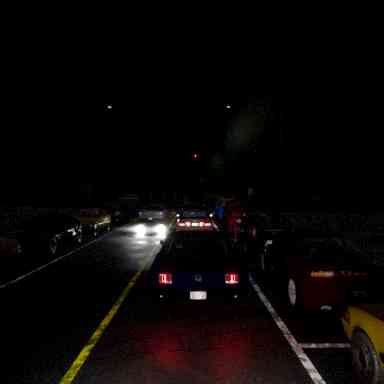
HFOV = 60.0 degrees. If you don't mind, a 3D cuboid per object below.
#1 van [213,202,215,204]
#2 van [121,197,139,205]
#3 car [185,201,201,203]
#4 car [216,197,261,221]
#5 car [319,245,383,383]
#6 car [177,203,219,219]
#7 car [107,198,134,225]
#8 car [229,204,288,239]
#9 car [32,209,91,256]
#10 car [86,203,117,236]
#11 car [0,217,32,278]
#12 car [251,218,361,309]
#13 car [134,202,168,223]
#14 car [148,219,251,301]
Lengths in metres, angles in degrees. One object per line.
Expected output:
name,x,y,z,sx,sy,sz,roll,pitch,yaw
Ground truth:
van,2.820,1.346,29.454,1.690,1.788,3.998,0,0,0
van,-5.706,1.346,29.472,1.690,1.788,3.998,0,0,0
car,0.053,1.482,27.712,1.882,1.535,5.008,0,0,0
car,2.797,1.317,18.579,2.192,1.841,5.009,0,0,0
car,2.765,1.525,2.436,1.752,1.417,4.829,0,0,0
car,0.133,1.549,17.885,2.033,1.411,5.357,0,0,0
car,-5.717,1.443,24.034,1.967,1.590,4.097,0,0,0
car,2.786,1.441,13.141,1.967,1.590,4.097,0,0,0
car,-5.739,1.567,13.159,1.947,1.339,4.313,0,0,0
car,-5.728,1.527,18.427,1.752,1.417,4.829,0,0,0
car,-5.750,1.525,7.552,1.752,1.417,4.829,0,0,0
car,2.775,1.545,7.704,1.887,1.381,4.507,0,0,0
car,-2.956,1.604,25.977,1.895,1.301,4.718,0,0,0
car,0.117,1.601,8.294,1.895,1.301,4.718,0,0,0
